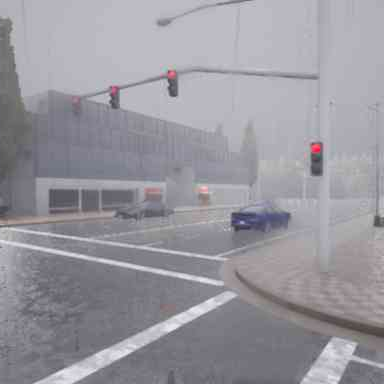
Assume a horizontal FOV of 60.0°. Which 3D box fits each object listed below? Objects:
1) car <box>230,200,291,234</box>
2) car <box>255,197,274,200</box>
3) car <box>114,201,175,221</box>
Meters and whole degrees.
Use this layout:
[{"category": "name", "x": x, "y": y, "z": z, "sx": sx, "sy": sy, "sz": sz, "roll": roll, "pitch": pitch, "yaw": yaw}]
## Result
[{"category": "car", "x": 4.054, "y": 1.423, "z": 19.004, "sx": 1.882, "sy": 1.535, "sz": 5.008, "roll": 0, "pitch": 0, "yaw": 37}, {"category": "car", "x": 9.575, "y": 1.363, "z": 44.614, "sx": 2.128, "sy": 1.511, "sz": 4.902, "roll": 0, "pitch": 0, "yaw": 36}, {"category": "car", "x": -3.600, "y": 1.443, "z": 26.437, "sx": 2.033, "sy": 1.411, "sz": 5.357, "roll": 0, "pitch": 0, "yaw": 36}]
